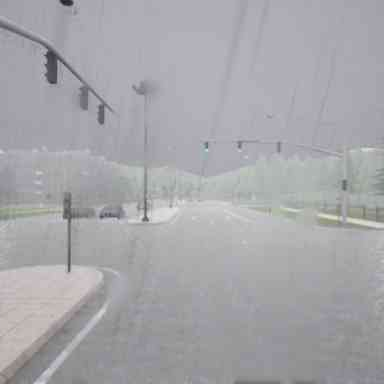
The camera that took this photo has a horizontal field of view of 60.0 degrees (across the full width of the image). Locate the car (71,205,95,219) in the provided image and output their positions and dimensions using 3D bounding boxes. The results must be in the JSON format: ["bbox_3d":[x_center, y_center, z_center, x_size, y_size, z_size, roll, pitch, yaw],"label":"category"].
[{"bbox_3d":[-11.489,2.085,34.833,1.994,1.385,4.181,0,-1,0],"label":"car"}]

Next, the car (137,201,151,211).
[{"bbox_3d":[-8.003,2.324,55.650,2.128,1.511,4.902,0,-1,0],"label":"car"}]

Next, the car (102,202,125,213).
[{"bbox_3d":[-11.558,2.286,49.431,2.033,1.411,5.357,0,-1,0],"label":"car"}]

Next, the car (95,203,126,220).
[{"bbox_3d":[-8.090,2.074,34.115,1.994,1.385,4.181,0,-1,0],"label":"car"}]
